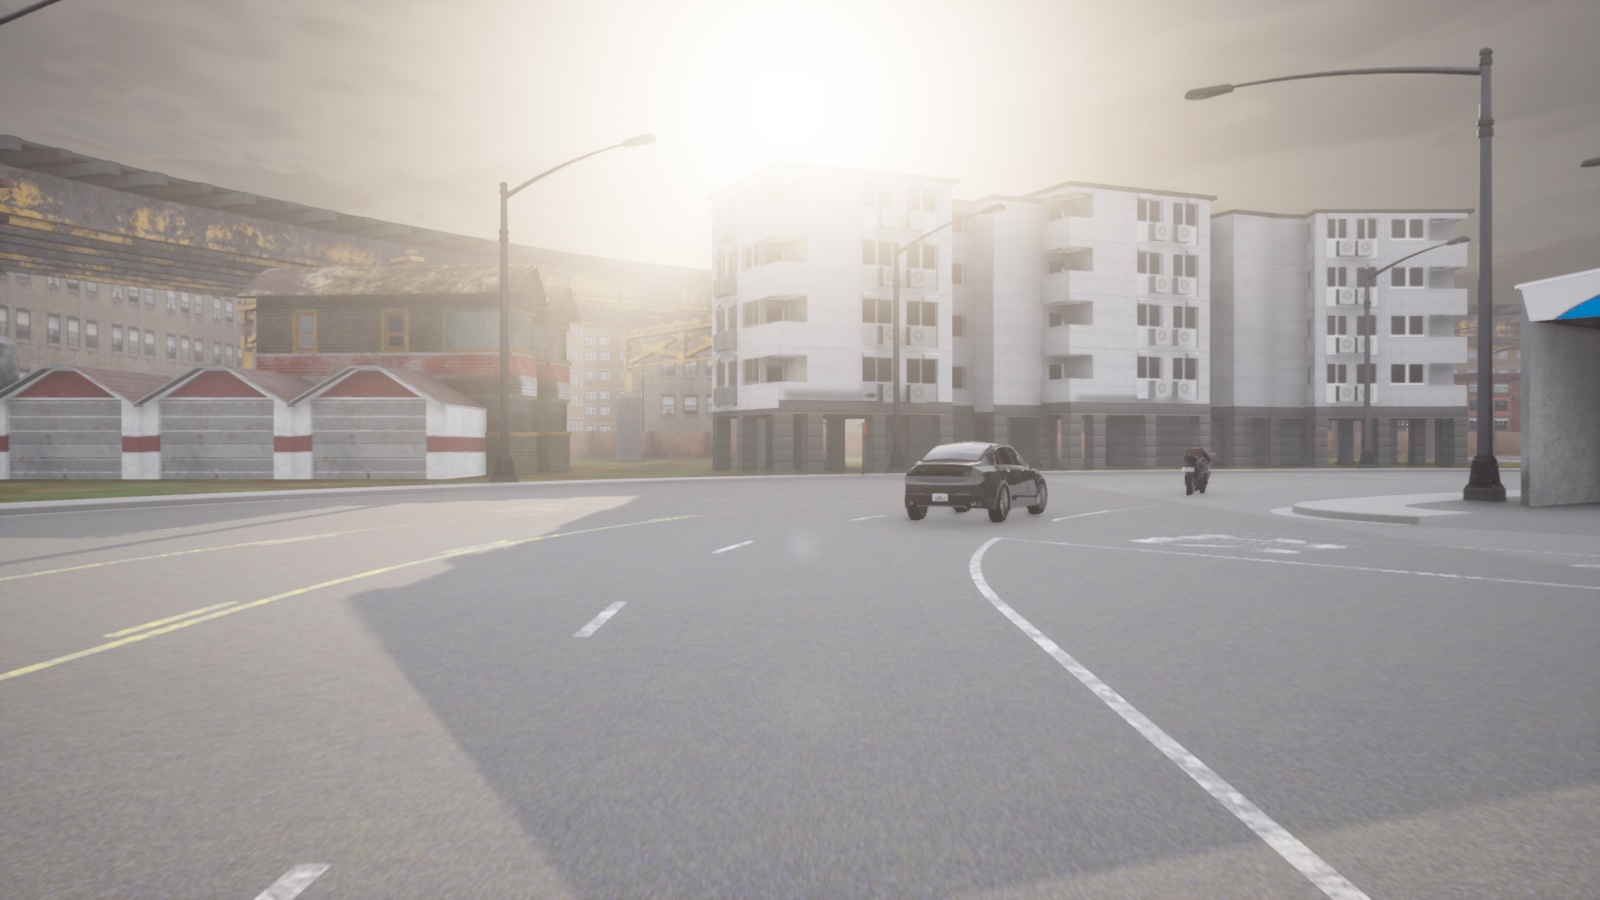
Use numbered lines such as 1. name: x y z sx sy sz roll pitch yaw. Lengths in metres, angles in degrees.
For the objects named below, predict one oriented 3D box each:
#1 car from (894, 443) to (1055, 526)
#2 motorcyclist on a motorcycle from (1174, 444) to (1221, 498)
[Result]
1. car: 3.617 0.613 25.152 1.837 1.490 4.892 0 0 25
2. motorcyclist on a motorcycle: 11.504 0.586 36.314 0.866 1.530 2.191 0 0 29
